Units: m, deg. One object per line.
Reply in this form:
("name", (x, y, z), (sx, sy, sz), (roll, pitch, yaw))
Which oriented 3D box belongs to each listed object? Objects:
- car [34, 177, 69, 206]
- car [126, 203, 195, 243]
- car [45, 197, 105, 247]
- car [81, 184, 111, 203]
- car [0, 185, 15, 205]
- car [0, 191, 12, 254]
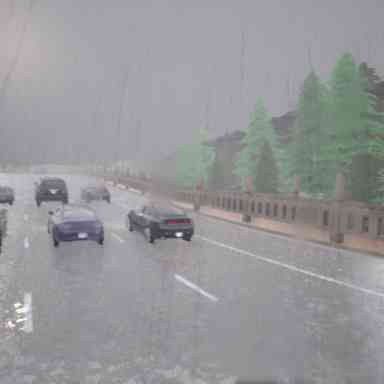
("car", (-10.922, -0.144, 25.800), (2.150, 2.045, 5.566), (0, 5, -27))
("car", (-1.552, 1.238, 14.954), (1.837, 1.490, 4.892), (0, 3, -26))
("car", (-4.842, 1.217, 13.714), (1.812, 1.442, 4.674), (0, 3, -26))
("car", (-8.220, 0.057, 28.235), (2.128, 1.511, 4.902), (0, 5, -26))
("car", (-14.250, 0.136, 24.638), (1.994, 1.385, 4.181), (0, 5, -26))
("car", (-7.796, 1.042, 11.796), (2.097, 1.767, 4.553), (0, 3, -26))
